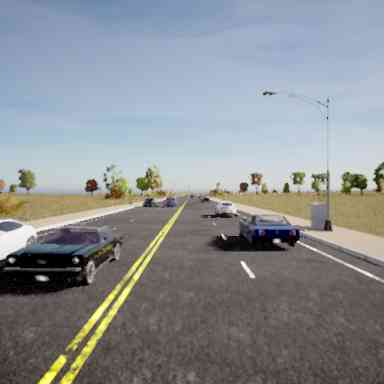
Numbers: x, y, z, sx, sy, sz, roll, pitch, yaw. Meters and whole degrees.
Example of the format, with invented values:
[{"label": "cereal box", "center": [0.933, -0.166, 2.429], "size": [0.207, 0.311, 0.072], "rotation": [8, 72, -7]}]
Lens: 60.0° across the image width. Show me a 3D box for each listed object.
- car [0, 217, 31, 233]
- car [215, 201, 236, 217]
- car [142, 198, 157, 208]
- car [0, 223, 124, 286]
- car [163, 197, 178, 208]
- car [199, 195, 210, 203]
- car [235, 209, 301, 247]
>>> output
[{"label": "car", "center": [-6.595, 1.562, 10.499], "size": [1.812, 1.442, 4.674], "rotation": [0, 0, 0]}, {"label": "car", "center": [3.365, 1.638, 33.220], "size": [1.812, 1.442, 4.674], "rotation": [0, 0, 0]}, {"label": "car", "center": [-6.545, 1.679, 51.847], "size": [1.837, 1.490, 4.892], "rotation": [0, 0, 0]}, {"label": "car", "center": [-3.345, 1.634, 9.635], "size": [1.895, 1.301, 4.718], "rotation": [0, 0, 0]}, {"label": "car", "center": [-3.294, 1.527, 52.048], "size": [2.097, 1.767, 4.553], "rotation": [0, 0, 0]}, {"label": "car", "center": [3.288, 1.746, 79.144], "size": [2.128, 1.511, 4.902], "rotation": [0, 0, 0]}, {"label": "car", "center": [3.357, 1.653, 15.356], "size": [1.895, 1.301, 4.718], "rotation": [0, 0, 0]}]
